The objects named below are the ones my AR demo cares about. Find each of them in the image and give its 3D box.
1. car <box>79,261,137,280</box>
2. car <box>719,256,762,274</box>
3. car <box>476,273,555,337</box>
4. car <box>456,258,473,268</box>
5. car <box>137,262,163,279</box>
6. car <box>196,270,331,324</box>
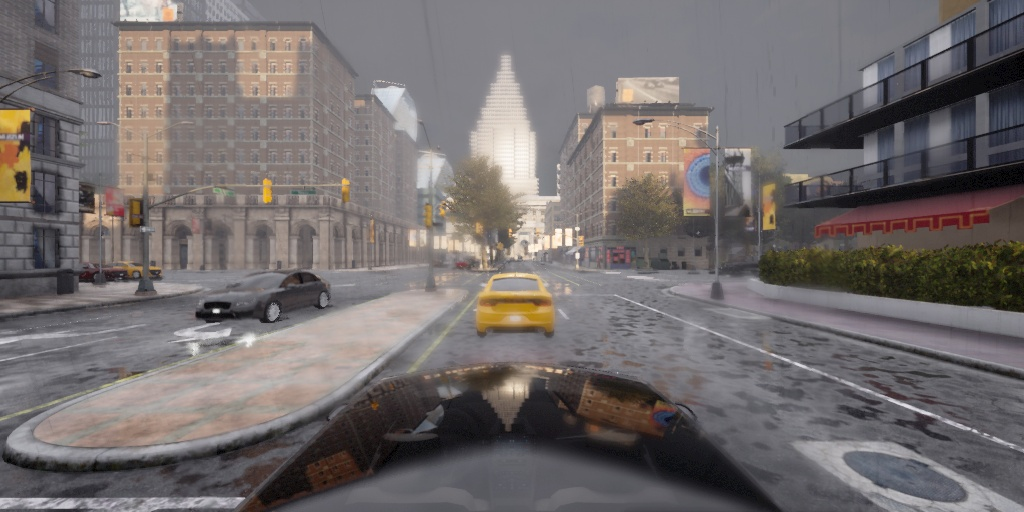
[{"bbox_3d":[-33.944,1.228,28.874,5.008,1.535,1.882,0,0,0],"label":"car"},{"bbox_3d":[26.005,0.971,39.721,5.566,2.045,2.150,0,0,0],"label":"car"},{"bbox_3d":[0.093,1.228,10.374,1.882,1.535,5.008,0,0,0],"label":"car"},{"bbox_3d":[-7.999,1.351,59.114,1.895,1.301,4.718,0,0,0],"label":"car"},{"bbox_3d":[-34.580,1.228,32.372,5.008,1.535,1.882,0,0,0],"label":"car"},{"bbox_3d":[-7.986,1.257,12.112,1.837,1.490,4.892,0,0,0],"label":"car"}]
